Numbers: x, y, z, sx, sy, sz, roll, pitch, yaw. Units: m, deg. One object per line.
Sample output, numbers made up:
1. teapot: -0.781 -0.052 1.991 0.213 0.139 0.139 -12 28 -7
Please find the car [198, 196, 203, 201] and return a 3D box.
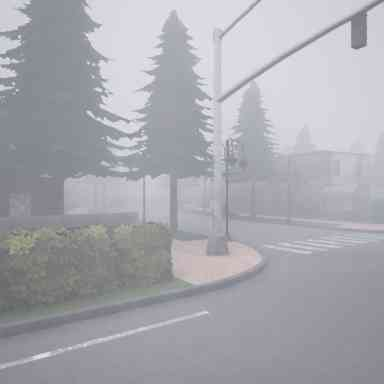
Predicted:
1. car: 3.642 1.752 90.018 1.895 1.301 4.718 0 0 36
